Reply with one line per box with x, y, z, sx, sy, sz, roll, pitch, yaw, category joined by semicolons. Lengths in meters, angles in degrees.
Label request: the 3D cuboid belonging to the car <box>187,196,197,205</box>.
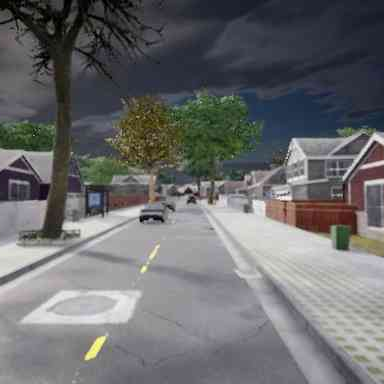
-0.061;1.594;61.073;1.837;1.490;4.892;0;0;0;car

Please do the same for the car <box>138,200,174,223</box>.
-2.787;1.521;25.274;2.033;1.411;5.357;0;0;0;car

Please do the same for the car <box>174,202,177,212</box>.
-2.787;1.607;38.078;1.895;1.301;4.718;0;0;0;car
